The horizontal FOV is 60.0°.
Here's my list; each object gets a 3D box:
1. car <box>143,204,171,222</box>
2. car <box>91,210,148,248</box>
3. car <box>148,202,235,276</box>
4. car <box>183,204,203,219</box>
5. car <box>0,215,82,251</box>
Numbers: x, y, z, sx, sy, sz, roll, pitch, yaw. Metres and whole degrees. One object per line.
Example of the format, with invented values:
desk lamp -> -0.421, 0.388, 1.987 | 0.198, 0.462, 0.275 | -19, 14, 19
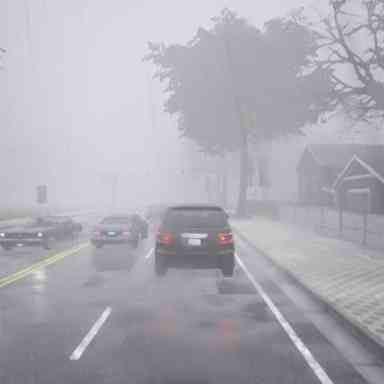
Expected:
car -> -3.173, 1.863, 30.950 | 2.033, 1.411, 5.357 | 0, -1, 0
car -> -3.165, 1.707, 15.604 | 2.033, 1.411, 5.357 | 0, -1, 0
car -> 0.080, 1.334, 10.839 | 2.150, 2.045, 5.566 | 0, 0, 0
car -> 0.077, 1.944, 33.606 | 1.895, 1.301, 4.718 | 0, -1, 0
car -> -6.610, 1.754, 15.031 | 1.895, 1.301, 4.718 | 0, -1, 0
